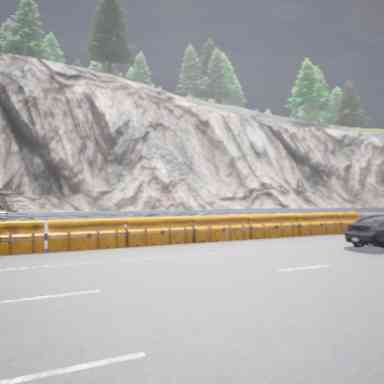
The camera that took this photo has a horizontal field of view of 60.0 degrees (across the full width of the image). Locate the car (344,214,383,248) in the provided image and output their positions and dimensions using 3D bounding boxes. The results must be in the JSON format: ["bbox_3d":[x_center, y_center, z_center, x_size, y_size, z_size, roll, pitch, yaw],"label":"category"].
[{"bbox_3d":[8.953,1.702,14.424,4.892,1.490,1.837,0,-1,-20],"label":"car"}]
